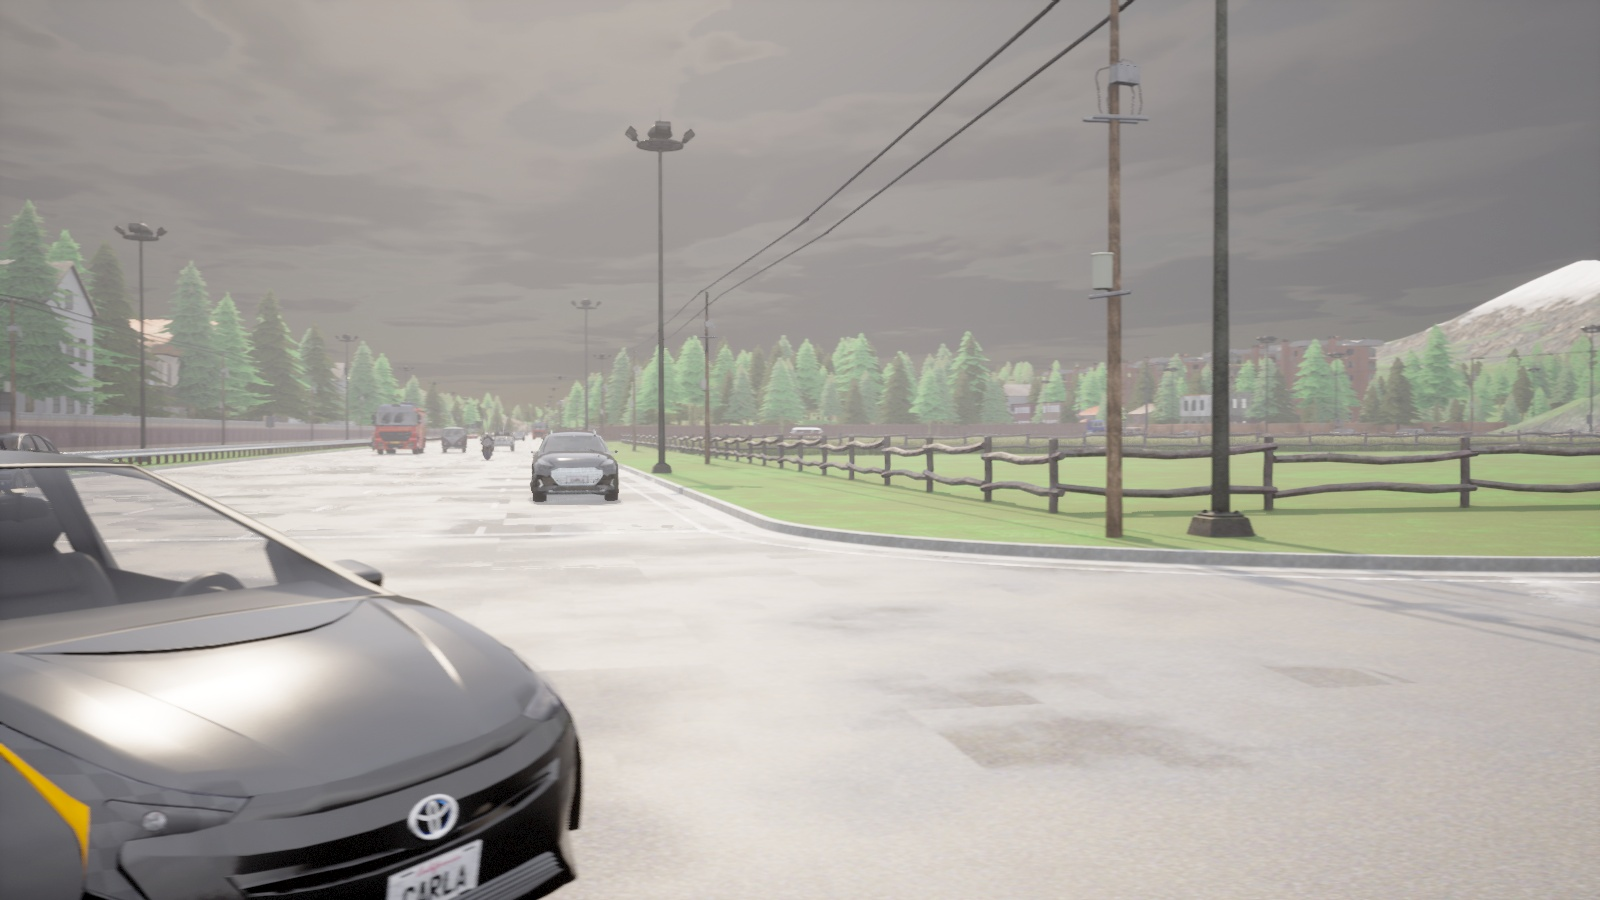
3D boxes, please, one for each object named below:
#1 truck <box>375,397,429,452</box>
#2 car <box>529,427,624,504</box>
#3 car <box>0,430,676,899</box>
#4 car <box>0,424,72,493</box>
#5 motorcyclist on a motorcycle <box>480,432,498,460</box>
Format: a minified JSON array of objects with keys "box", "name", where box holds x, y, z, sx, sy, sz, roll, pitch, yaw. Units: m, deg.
[{"box":[-29.110,-1.837,92.178,2.891,3.827,8.468,0,1,-12],"name":"truck"},{"box":[-5.371,0.288,29.798,2.033,1.649,4.856,0,1,-12],"name":"car"},{"box":[-2.856,0.700,4.157,4.514,1.525,2.007,1,1,28],"name":"car"},{"box":[-20.043,0.170,31.572,1.851,1.617,3.988,0,1,-12],"name":"car"},{"box":[-17.364,-0.259,70.146,0.866,1.530,2.191,0,1,-12],"name":"motorcyclist on a motorcycle"}]
